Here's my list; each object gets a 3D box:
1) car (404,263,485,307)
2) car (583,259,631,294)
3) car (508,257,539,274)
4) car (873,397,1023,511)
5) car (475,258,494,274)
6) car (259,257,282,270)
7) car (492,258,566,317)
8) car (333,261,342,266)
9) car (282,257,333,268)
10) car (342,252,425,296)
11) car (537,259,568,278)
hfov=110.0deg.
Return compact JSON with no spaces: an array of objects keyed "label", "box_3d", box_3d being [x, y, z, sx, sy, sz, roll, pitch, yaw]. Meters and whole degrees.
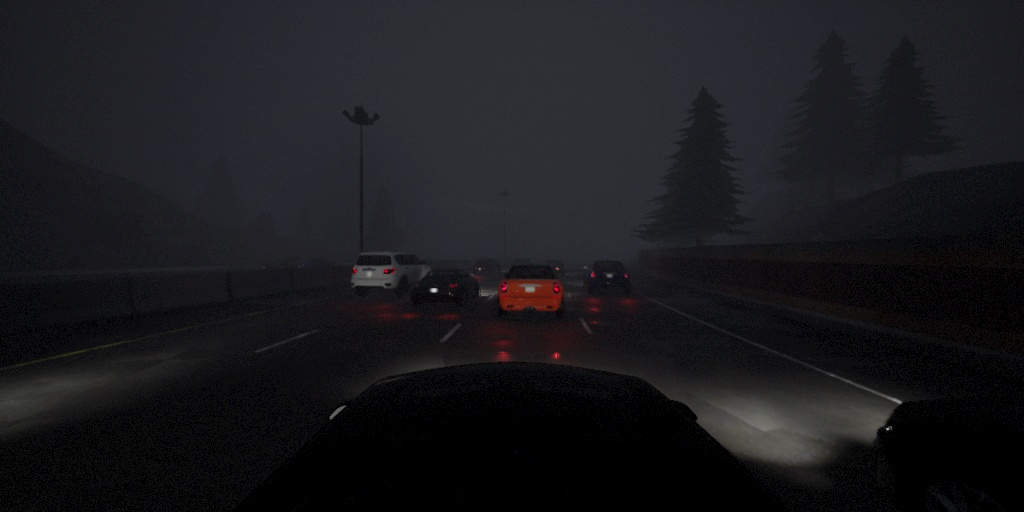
[{"label":"car","box_3d":[-2.603,1.187,14.841,1.994,1.385,4.181,0,1,6]},{"label":"car","box_3d":[5.006,0.963,19.459,2.097,1.767,4.553,0,1,8]},{"label":"car","box_3d":[1.237,0.940,36.029,2.128,1.511,4.902,0,1,15]},{"label":"car","box_3d":[3.668,1.278,0.665,1.837,1.490,4.892,0,1,0]},{"label":"car","box_3d":[-2.425,0.941,35.827,1.837,1.490,4.892,0,0,14]},{"label":"car","box_3d":[-23.795,0.844,37.531,1.837,1.490,4.892,0,0,13]},{"label":"car","box_3d":[0.723,1.005,12.876,2.097,1.767,4.553,0,1,5]},{"label":"car","box_3d":[-16.424,0.886,38.334,1.812,1.442,4.674,0,1,15]},{"label":"car","box_3d":[-20.412,0.837,36.671,1.882,1.535,5.008,0,1,13]},{"label":"car","box_3d":[-5.796,0.805,17.994,2.150,2.045,5.566,0,1,7]},{"label":"car","box_3d":[3.607,1.048,31.237,2.033,1.411,5.357,0,1,13]}]
